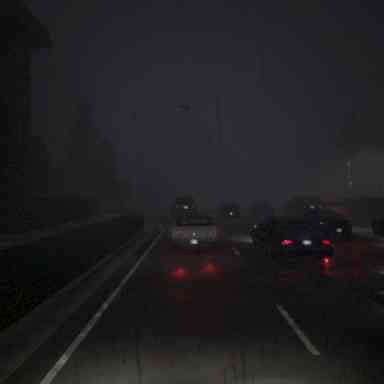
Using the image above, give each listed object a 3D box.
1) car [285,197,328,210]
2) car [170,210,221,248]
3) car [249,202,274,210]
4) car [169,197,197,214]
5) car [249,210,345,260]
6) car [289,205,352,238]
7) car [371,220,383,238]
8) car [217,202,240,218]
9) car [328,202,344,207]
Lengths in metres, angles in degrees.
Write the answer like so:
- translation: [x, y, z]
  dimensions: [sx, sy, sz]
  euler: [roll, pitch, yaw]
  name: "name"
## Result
- translation: [10.593, 1.470, 31.846]
  dimensions: [2.150, 2.045, 5.566]
  euler: [0, 0, 0]
  name: "car"
- translation: [0.093, 1.723, 15.569]
  dimensions: [1.895, 1.301, 4.718]
  euler: [0, 0, 0]
  name: "car"
- translation: [7.093, 1.746, 34.372]
  dimensions: [1.882, 1.535, 5.008]
  euler: [0, 0, 0]
  name: "car"
- translation: [-0.890, 1.469, 31.768]
  dimensions: [2.150, 2.045, 5.566]
  euler: [0, 0, -8]
  name: "car"
- translation: [3.593, 1.648, 12.874]
  dimensions: [2.033, 1.411, 5.357]
  euler: [0, 0, 0]
  name: "car"
- translation: [7.082, 1.669, 18.326]
  dimensions: [1.812, 1.442, 4.674]
  euler: [0, 0, 0]
  name: "car"
- translation: [10.594, 1.726, 15.874]
  dimensions: [1.895, 1.301, 4.718]
  euler: [0, 0, 0]
  name: "car"
- translation: [3.592, 1.761, 32.902]
  dimensions: [1.837, 1.490, 4.892]
  euler: [0, -1, 0]
  name: "car"
- translation: [14.092, 1.746, 34.363]
  dimensions: [1.882, 1.535, 5.008]
  euler: [0, 0, 0]
  name: "car"
